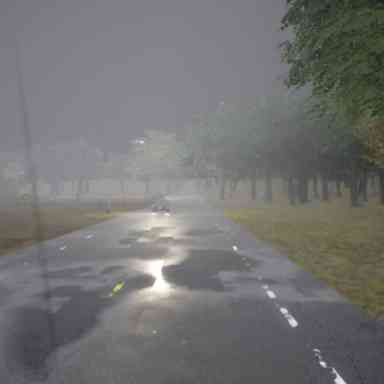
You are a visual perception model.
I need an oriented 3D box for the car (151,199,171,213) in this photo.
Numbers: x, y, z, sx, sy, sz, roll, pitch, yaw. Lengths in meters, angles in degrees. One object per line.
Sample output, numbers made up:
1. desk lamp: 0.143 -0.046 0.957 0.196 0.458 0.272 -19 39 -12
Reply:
1. car: -3.508 1.563 38.439 1.837 1.490 4.892 0 0 0
